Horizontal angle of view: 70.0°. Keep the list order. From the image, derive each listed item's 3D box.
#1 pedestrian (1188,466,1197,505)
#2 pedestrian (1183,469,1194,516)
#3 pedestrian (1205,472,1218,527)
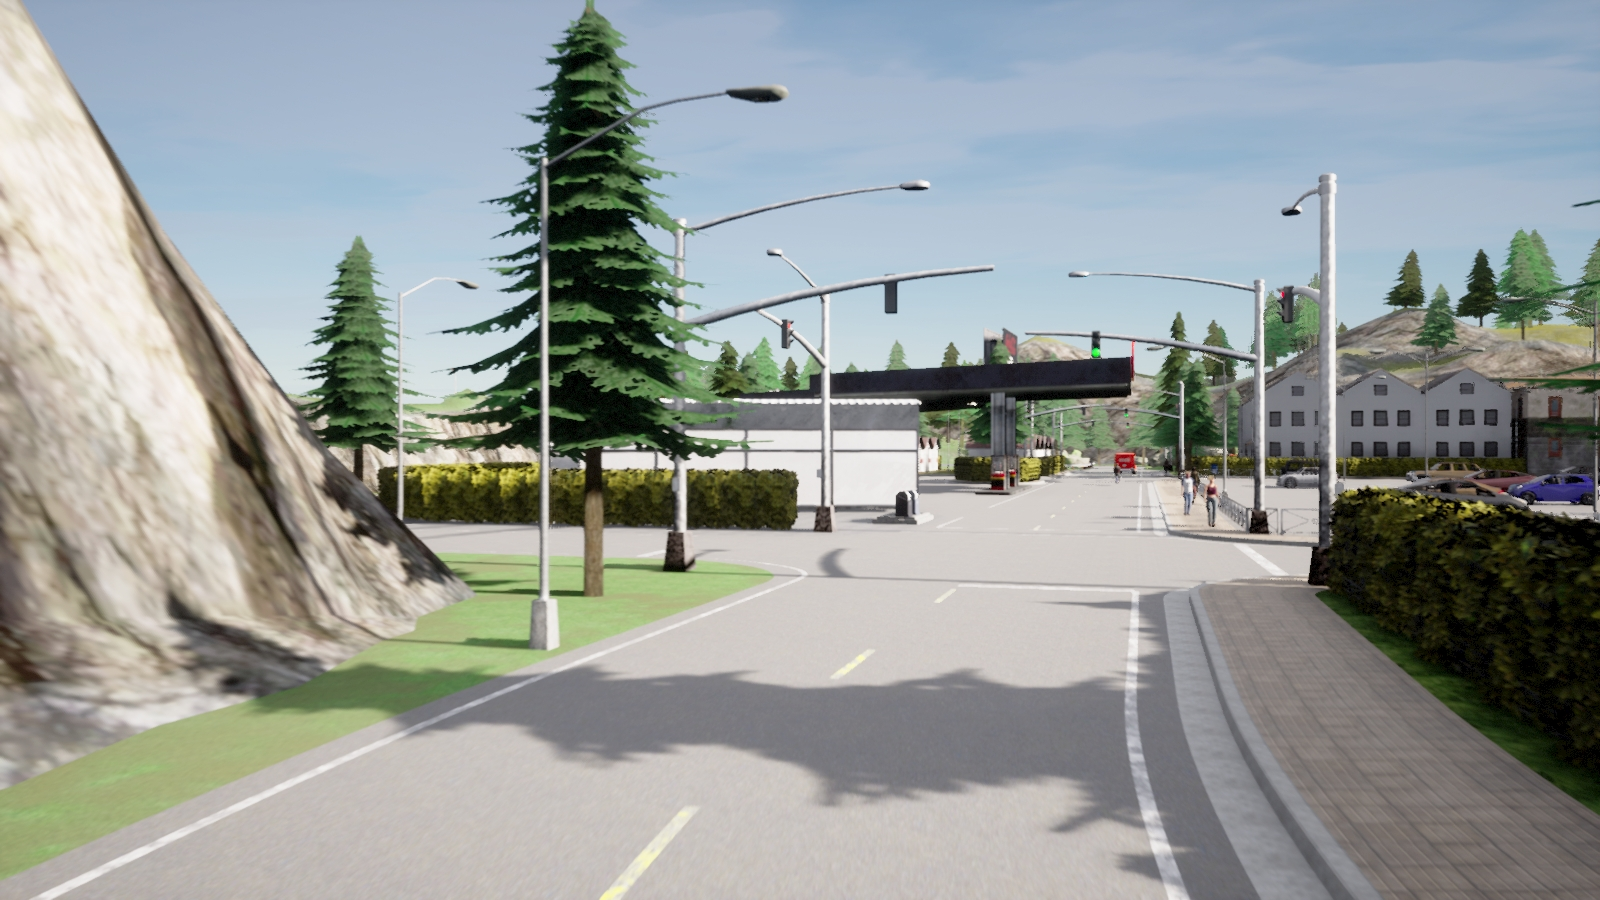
[{"bbox_3d":[18.915,1.693,55.052,0.375,1.860,0.375,0,0,17],"label":"pedestrian"},{"bbox_3d":[15.530,1.694,45.708,0.375,1.860,0.375,0,0,11],"label":"pedestrian"},{"bbox_3d":[14.018,1.694,38.943,0.375,1.860,0.375,0,0,13],"label":"pedestrian"}]
